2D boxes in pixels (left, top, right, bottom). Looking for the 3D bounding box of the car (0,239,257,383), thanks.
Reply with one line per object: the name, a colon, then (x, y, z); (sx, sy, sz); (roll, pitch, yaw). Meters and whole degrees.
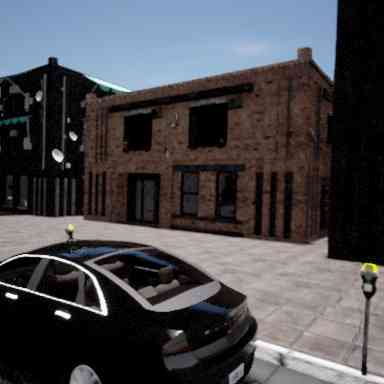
car: (-1.550, 1.423, 4.544); (4.892, 1.490, 1.837); (1, 1, 36)
